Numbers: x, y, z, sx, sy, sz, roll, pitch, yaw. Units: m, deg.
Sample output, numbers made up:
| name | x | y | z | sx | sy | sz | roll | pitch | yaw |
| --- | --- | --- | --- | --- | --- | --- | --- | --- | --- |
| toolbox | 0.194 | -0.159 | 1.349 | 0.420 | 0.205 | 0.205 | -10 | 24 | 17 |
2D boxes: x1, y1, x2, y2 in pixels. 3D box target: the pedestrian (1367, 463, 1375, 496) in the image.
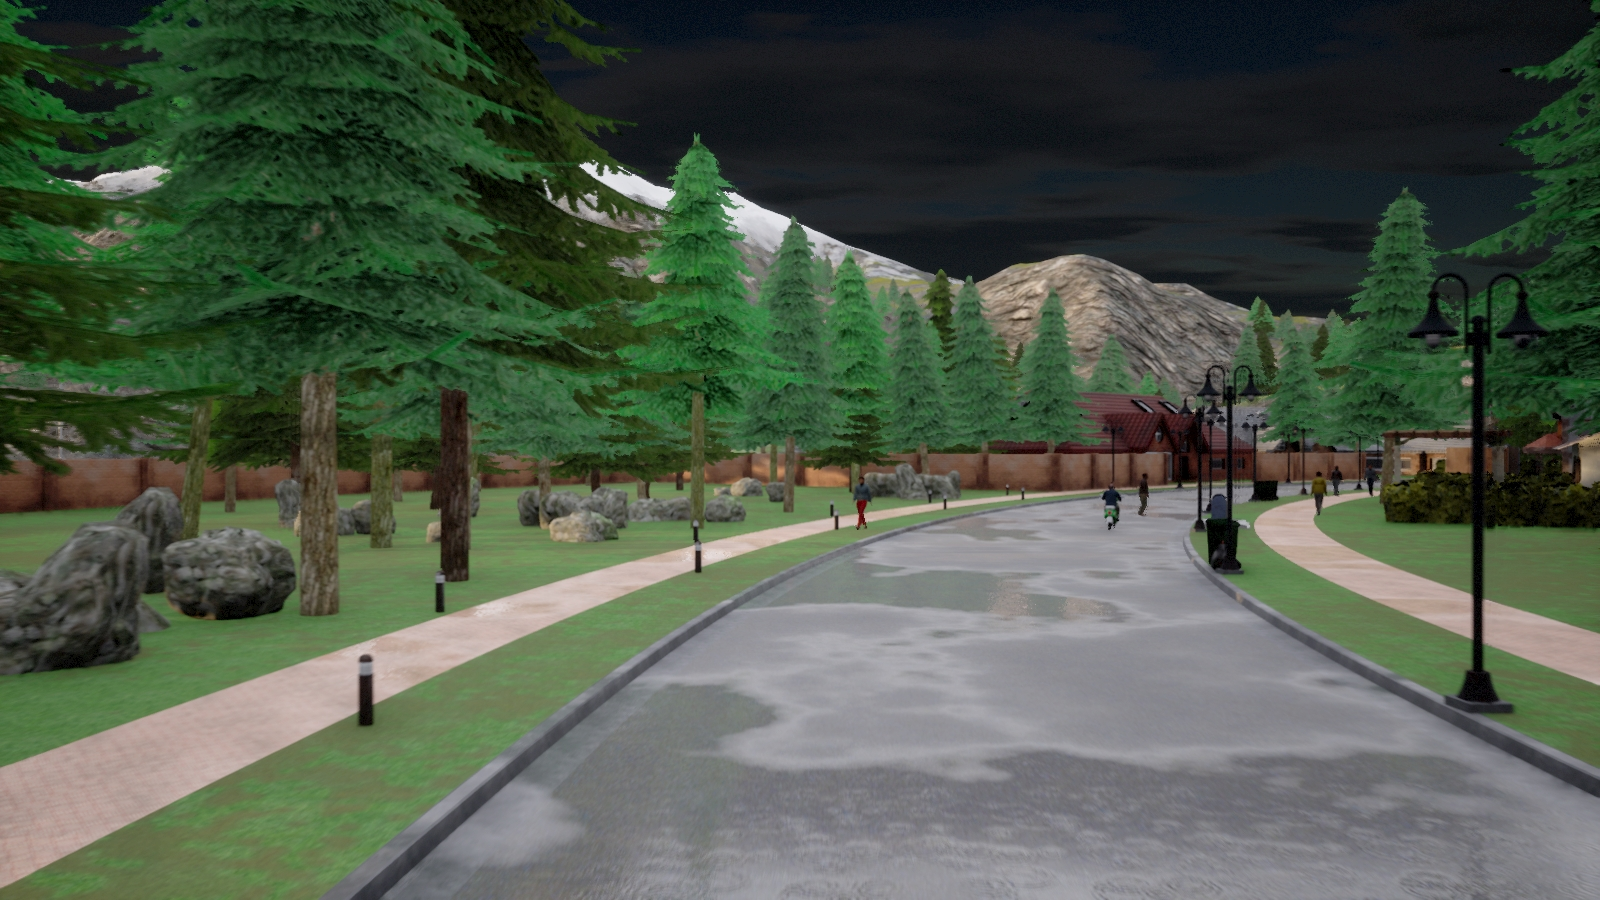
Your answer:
| name | x | y | z | sx | sy | sz | roll | pitch | yaw |
| --- | --- | --- | --- | --- | --- | --- | --- | --- | --- |
| pedestrian | 32.488 | 1.666 | 65.006 | 0.375 | 1.860 | 0.375 | 0 | 0 | 33 |

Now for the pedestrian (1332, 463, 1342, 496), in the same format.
| name | x | y | z | sx | sy | sz | roll | pitch | yaw |
| --- | --- | --- | --- | --- | --- | --- | --- | --- | --- |
| pedestrian | 30.143 | 1.666 | 64.128 | 0.375 | 1.860 | 0.375 | 0 | 0 | 42 |

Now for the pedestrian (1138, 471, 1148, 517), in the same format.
| name | x | y | z | sx | sy | sz | roll | pitch | yaw |
| --- | --- | --- | --- | --- | --- | --- | --- | --- | --- |
| pedestrian | 14.221 | 1.816 | 47.363 | 0.375 | 1.860 | 0.375 | 0 | 0 | 10 |

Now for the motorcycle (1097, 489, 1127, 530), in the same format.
| name | x | y | z | sx | sy | sz | roll | pitch | yaw |
| --- | --- | --- | --- | --- | --- | --- | --- | --- | --- |
| motorcycle | 11.069 | 2.100 | 40.510 | 0.856 | 1.334 | 1.805 | 0 | 0 | 21 |

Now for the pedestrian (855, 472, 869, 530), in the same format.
| name | x | y | z | sx | sy | sz | roll | pitch | yaw |
| --- | --- | --- | --- | --- | --- | --- | --- | --- | --- |
| pedestrian | 2.035 | 1.665 | 37.366 | 0.375 | 1.860 | 0.375 | 0 | 0 | 21 |

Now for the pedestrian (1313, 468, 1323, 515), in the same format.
| name | x | y | z | sx | sy | sz | roll | pitch | yaw |
| --- | --- | --- | --- | --- | --- | --- | --- | --- | --- |
| pedestrian | 20.884 | 1.664 | 46.042 | 0.375 | 1.860 | 0.375 | 0 | 0 | 26 |
